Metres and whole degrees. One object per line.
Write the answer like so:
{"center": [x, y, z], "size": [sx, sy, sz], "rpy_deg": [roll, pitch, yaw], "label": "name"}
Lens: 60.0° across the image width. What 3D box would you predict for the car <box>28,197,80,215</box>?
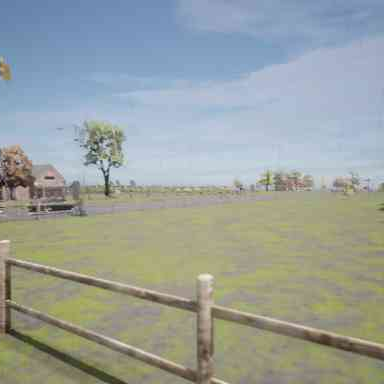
{"center": [-12.742, 1.247, 31.276], "size": [1.837, 1.490, 4.892], "rpy_deg": [1, 2, 35], "label": "car"}
